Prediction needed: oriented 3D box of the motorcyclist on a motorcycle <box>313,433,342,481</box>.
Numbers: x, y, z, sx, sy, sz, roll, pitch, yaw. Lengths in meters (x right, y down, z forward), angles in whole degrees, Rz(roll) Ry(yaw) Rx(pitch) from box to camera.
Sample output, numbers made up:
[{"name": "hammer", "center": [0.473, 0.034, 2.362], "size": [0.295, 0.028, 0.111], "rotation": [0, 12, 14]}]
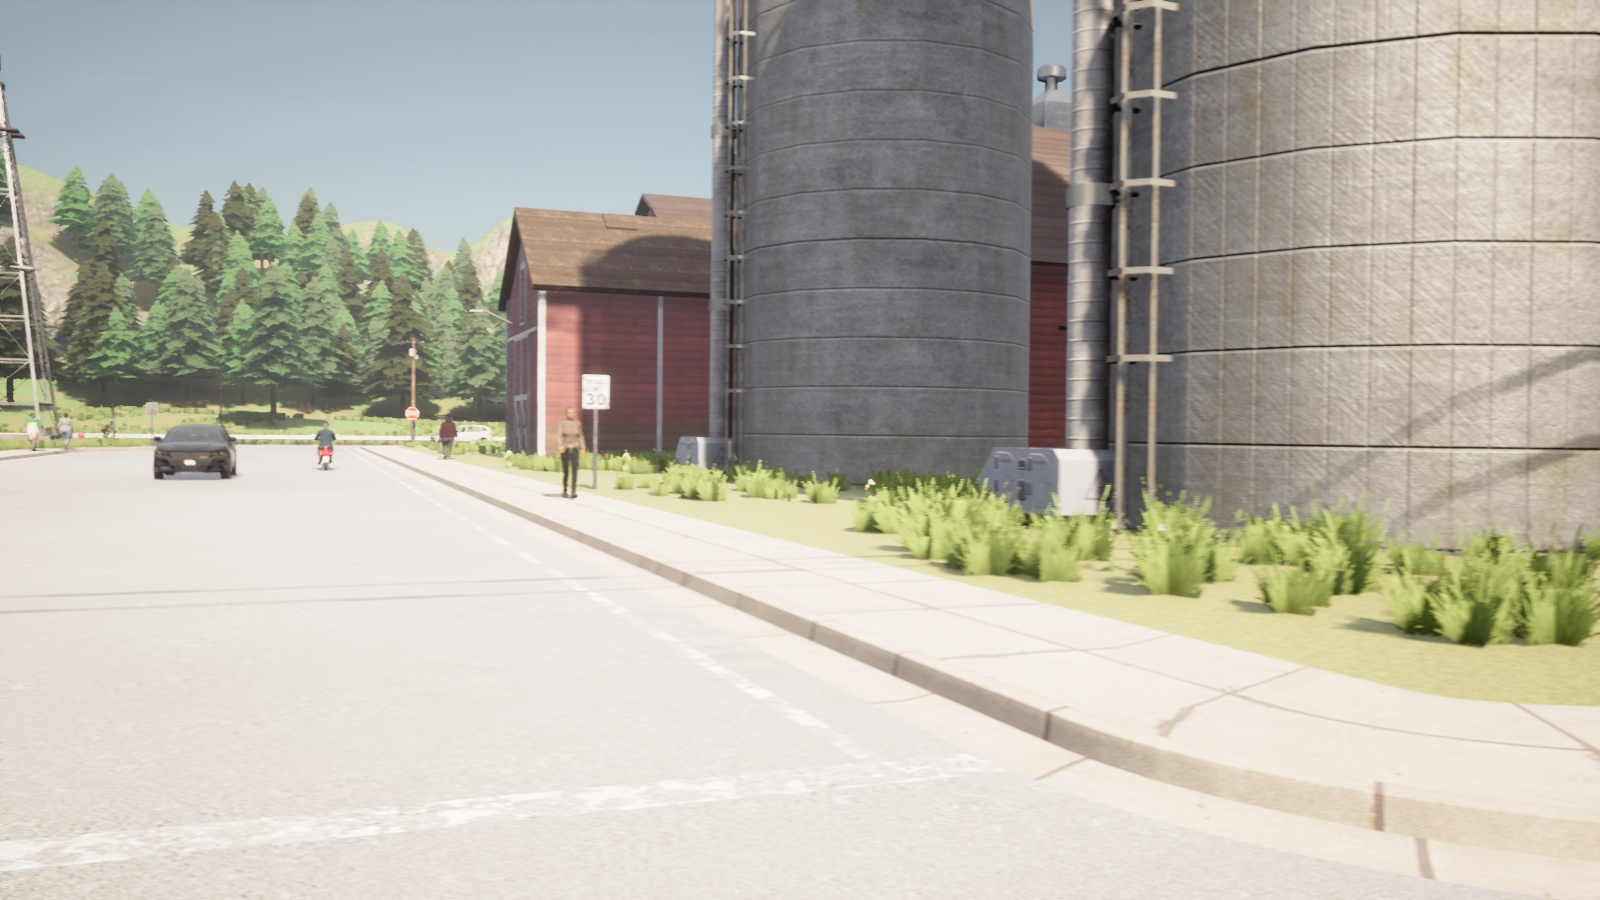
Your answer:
[{"name": "motorcyclist on a motorcycle", "center": [-16.126, 0.230, 42.804], "size": [0.866, 1.590, 1.817], "rotation": [-1, 1, -22]}]

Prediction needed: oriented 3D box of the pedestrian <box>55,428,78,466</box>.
[{"name": "pedestrian", "center": [-36.250, -0.167, 62.068], "size": [0.874, 1.855, 0.900], "rotation": [-1, 1, -23]}]

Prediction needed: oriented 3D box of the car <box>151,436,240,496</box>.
[{"name": "car", "center": [-16.981, 0.382, 35.472], "size": [1.882, 1.535, 5.008], "rotation": [-1, 1, -22]}]

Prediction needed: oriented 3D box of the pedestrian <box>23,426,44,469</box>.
[{"name": "pedestrian", "center": [-35.347, -0.110, 57.952], "size": [0.659, 1.952, 0.873], "rotation": [-1, 1, -22]}]

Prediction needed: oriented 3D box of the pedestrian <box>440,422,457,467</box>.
[{"name": "pedestrian", "center": [-14.373, -0.225, 51.317], "size": [0.634, 1.844, 0.899], "rotation": [-1, 1, -16]}]

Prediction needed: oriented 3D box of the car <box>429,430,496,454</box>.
[{"name": "car", "center": [-25.321, -0.614, 94.104], "size": [4.611, 1.667, 2.242], "rotation": [-1, 1, -20]}]

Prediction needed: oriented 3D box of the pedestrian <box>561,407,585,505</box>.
[{"name": "pedestrian", "center": [-4.365, 0.109, 24.130], "size": [0.331, 1.846, 0.634], "rotation": [-1, 1, -18]}]
